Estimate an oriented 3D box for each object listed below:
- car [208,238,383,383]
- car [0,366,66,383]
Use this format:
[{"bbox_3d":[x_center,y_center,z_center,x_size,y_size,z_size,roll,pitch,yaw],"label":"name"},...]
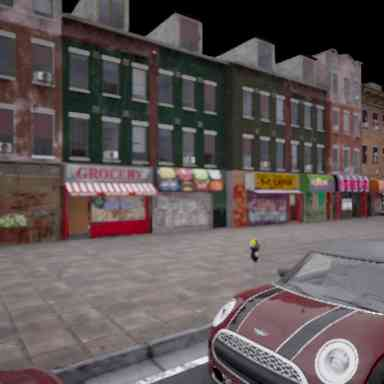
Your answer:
[{"bbox_3d":[2.159,1.442,4.351,4.097,1.590,1.967,0,0,-35],"label":"car"},{"bbox_3d":[-2.462,1.582,1.055,4.206,1.307,1.802,0,0,-35],"label":"car"}]
